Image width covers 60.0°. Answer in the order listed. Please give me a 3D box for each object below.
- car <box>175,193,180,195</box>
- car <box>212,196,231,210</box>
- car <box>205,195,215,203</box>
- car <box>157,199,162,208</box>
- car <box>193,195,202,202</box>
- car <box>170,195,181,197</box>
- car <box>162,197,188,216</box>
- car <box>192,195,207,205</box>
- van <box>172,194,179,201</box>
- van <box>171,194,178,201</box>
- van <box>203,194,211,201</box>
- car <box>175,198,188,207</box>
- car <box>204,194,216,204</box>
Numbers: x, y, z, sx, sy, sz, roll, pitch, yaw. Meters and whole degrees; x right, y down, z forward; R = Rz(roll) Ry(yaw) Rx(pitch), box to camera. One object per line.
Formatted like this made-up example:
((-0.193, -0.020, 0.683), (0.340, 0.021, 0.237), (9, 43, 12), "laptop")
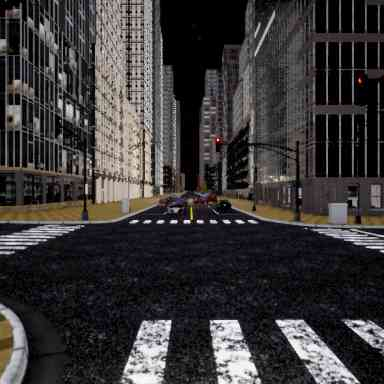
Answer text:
((-4.177, 1.426, 74.960), (1.967, 1.590, 4.097), (0, 0, 0), "car")
((3.907, 1.579, 41.832), (1.947, 1.339, 4.313), (0, 0, 0), "car")
((3.729, 1.432, 69.469), (1.967, 1.590, 4.097), (0, 0, 0), "car")
((-4.048, 1.592, 47.321), (1.802, 1.307, 4.206), (0, 0, 0), "car")
((1.158, 1.488, 73.285), (1.837, 1.490, 4.892), (0, 0, 0), "car")
((-1.559, 1.504, 43.238), (2.128, 1.511, 4.902), (0, 0, 0), "car")
((-1.523, 1.509, 33.232), (2.128, 1.511, 4.902), (0, 0, -1), "car")
((1.298, 1.602, 60.280), (1.895, 1.301, 4.718), (0, 0, 0), "car")
((-4.229, 1.315, 86.014), (1.690, 1.788, 3.998), (0, 0, 0), "van")
((-4.203, 1.321, 80.487), (1.690, 1.788, 3.998), (0, 0, 0), "van")
((3.677, 1.321, 80.524), (1.690, 1.788, 3.998), (0, 0, 0), "van")
((-1.601, 1.608, 53.365), (1.895, 1.301, 4.718), (0, 0, 0), "car")
((3.755, 1.313, 63.940), (2.192, 1.841, 5.009), (0, 0, 0), "car")
